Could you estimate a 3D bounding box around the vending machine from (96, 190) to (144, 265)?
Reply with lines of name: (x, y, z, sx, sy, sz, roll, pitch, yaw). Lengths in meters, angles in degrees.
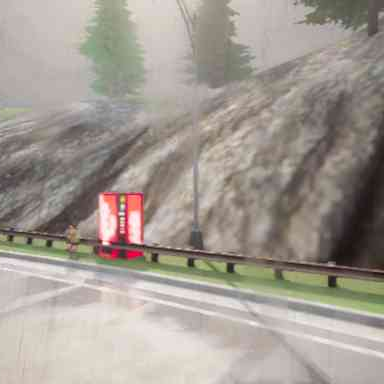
vending machine: (-2.146, 1.006, 10.039, 0.880, 2.100, 1.100, 0, 1, 30)

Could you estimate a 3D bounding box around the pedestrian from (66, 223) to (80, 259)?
pedestrian: (-3.370, 1.349, 9.511, 0.500, 1.100, 0.500, 0, 1, 29)
